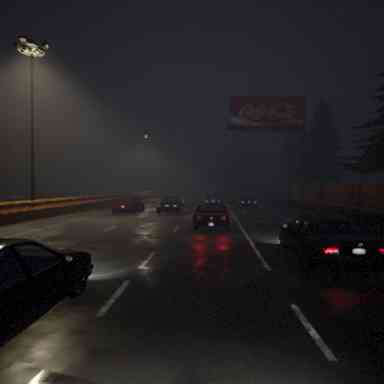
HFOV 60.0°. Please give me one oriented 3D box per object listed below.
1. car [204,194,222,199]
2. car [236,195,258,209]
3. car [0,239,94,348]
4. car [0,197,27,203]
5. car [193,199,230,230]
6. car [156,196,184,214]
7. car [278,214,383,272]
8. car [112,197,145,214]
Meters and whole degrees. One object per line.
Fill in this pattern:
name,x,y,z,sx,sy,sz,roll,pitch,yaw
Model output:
car,2.262,0.954,35.919,2.033,1.411,5.357,0,1,4
car,5.661,0.986,34.415,2.033,1.411,5.357,0,1,4
car,-3.240,1.453,5.133,2.033,1.411,5.357,0,1,3
car,-15.899,1.082,28.980,1.895,1.301,4.718,0,1,4
car,1.100,1.289,18.770,1.895,1.301,4.718,0,1,4
car,-1.774,1.074,28.132,2.033,1.411,5.357,0,1,4
car,4.039,1.384,10.226,2.033,1.411,5.357,0,1,4
car,-5.285,1.084,28.062,1.994,1.385,4.181,0,1,4
